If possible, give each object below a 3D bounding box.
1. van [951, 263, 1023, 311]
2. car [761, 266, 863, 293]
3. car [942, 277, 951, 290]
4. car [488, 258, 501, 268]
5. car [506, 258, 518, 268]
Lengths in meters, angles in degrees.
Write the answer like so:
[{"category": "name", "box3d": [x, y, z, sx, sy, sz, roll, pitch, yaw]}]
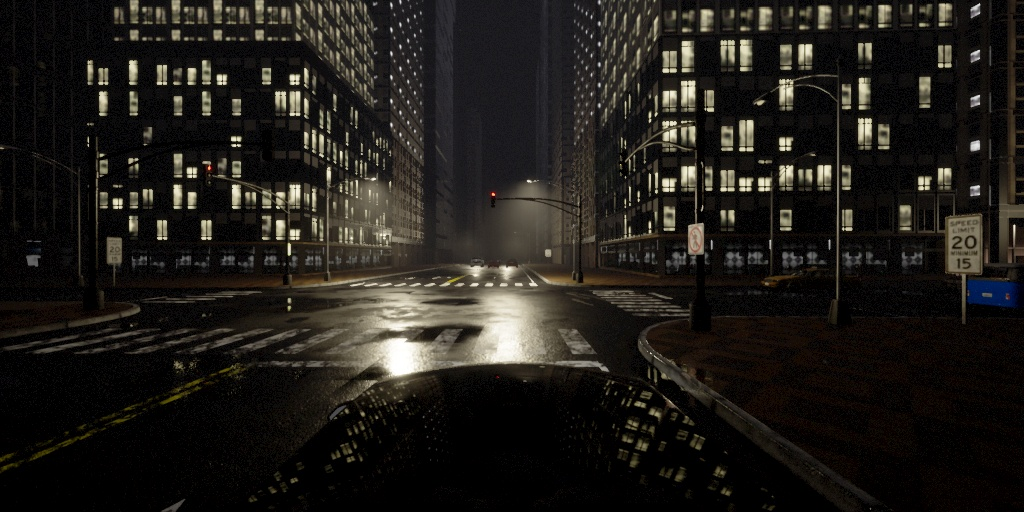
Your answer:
[{"category": "van", "box3d": [18.361, 1.119, 12.390, 3.998, 1.789, 1.690, 0, 0, 2]}, {"category": "car", "box3d": [17.092, 1.293, 20.562, 4.829, 1.417, 1.751, 0, 0, 2]}, {"category": "car", "box3d": [26.926, 1.356, 20.075, 4.207, 1.307, 1.802, 0, 0, 2]}, {"category": "car", "box3d": [-3.237, 1.460, 63.180, 1.895, 1.301, 4.718, 0, 0, 0]}, {"category": "car", "box3d": [0.014, 1.212, 63.536, 2.097, 1.767, 4.553, 0, 0, 0]}]
